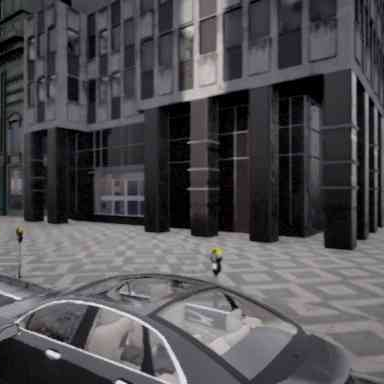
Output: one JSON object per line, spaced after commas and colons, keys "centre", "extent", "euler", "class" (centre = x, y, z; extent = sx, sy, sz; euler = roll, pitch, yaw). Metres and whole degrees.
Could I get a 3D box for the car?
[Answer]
{"centre": [-0.701, 1.563, 3.461], "extent": [4.403, 1.369, 2.008], "euler": [0, 0, 36], "class": "car"}
